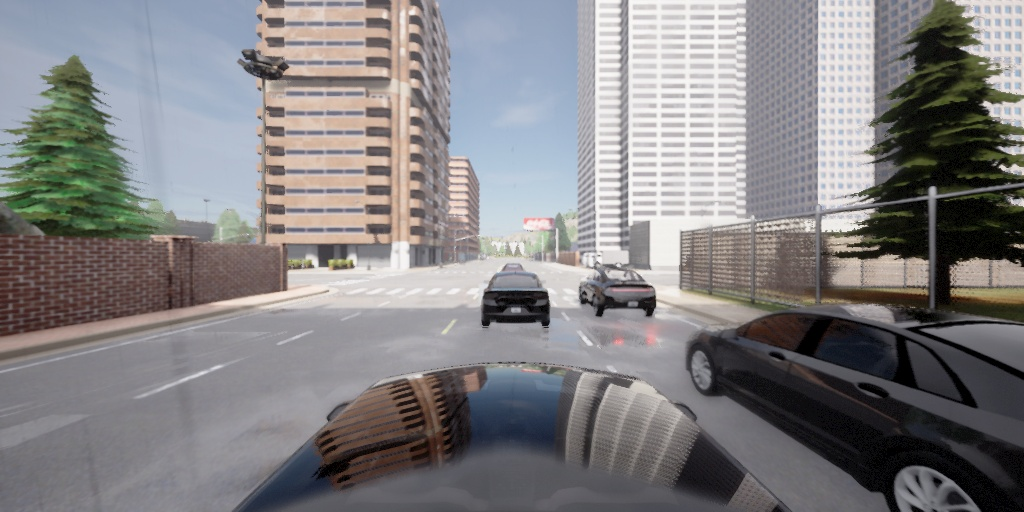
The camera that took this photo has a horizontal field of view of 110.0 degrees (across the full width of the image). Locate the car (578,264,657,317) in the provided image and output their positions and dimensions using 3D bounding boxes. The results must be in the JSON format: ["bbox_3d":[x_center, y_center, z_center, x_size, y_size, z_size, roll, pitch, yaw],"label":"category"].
[{"bbox_3d":[3.623,1.212,13.062,2.128,1.511,4.902,0,0,1],"label":"car"}]

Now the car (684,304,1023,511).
[{"bbox_3d":[3.605,1.250,3.671,1.837,1.490,4.892,0,0,0],"label":"car"}]

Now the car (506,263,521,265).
[{"bbox_3d":[0.101,1.224,27.640,1.994,1.385,4.181,0,0,0],"label":"car"}]

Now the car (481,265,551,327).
[{"bbox_3d":[0.101,1.203,11.481,1.882,1.535,5.008,0,0,0],"label":"car"}]
